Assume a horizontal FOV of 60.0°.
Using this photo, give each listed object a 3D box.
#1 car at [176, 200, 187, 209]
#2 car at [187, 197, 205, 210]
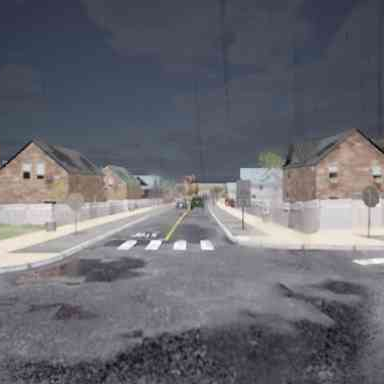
[{"bbox_3d":[-1.733,2.144,57.188,2.128,1.511,4.902,0,-1,2],"label":"car"},{"bbox_3d":[0.873,1.817,52.947,2.150,2.045,5.566,0,-1,2],"label":"car"}]
